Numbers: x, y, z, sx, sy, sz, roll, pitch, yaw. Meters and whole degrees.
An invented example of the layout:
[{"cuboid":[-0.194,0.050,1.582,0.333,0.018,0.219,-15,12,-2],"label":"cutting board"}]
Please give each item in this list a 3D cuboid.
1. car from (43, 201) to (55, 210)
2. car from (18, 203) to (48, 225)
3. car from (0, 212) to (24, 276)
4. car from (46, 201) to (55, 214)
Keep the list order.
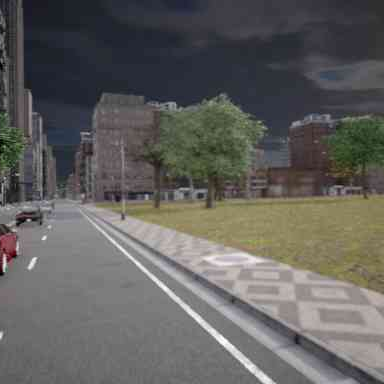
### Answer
[{"cuboid":[-26.320,2.440,61.428,1.812,1.442,4.674,-1,-1,-21],"label":"car"},{"cuboid":[-13.339,1.925,27.682,1.837,1.490,4.892,-1,0,-21],"label":"car"},{"cuboid":[-6.772,1.663,10.594,1.882,1.535,5.008,-1,0,-21],"label":"car"},{"cuboid":[-19.980,2.268,44.969,1.895,1.301,4.718,-1,0,-21],"label":"car"}]
